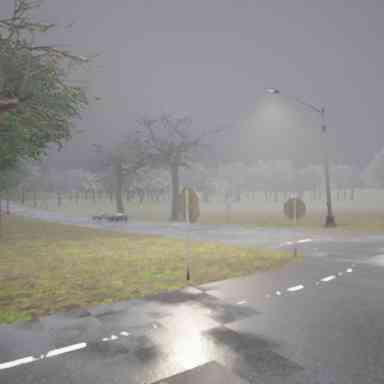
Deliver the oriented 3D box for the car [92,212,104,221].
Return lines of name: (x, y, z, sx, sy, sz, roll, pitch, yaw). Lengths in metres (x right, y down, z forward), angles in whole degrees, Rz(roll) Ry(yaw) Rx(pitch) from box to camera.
car: (-16.852, 4.502, 60.837, 1.837, 1.490, 4.892, -1, -1, -34)

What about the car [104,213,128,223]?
car: (-12.103, 4.128, 53.934, 1.882, 1.535, 5.008, -1, -2, -34)
